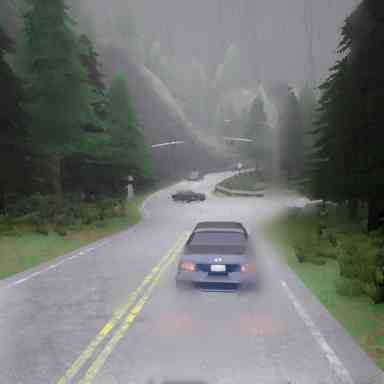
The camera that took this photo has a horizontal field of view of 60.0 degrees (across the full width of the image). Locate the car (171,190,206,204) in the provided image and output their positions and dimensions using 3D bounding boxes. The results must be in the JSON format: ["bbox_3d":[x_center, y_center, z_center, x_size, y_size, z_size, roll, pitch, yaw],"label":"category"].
[{"bbox_3d":[-0.419,0.473,35.588,1.895,1.301,4.718,-7,5,-29],"label":"car"}]

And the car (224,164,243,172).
[{"bbox_3d":[8.507,-4.895,68.244,4.902,1.511,2.128,-11,11,-43],"label":"car"}]

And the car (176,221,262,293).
[{"bbox_3d":[0.737,1.496,8.908,2.033,1.411,5.357,0,0,5],"label":"car"}]

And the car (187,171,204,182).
[{"bbox_3d":[0.620,-2.579,55.124,1.837,1.490,4.892,2,11,19],"label":"car"}]
